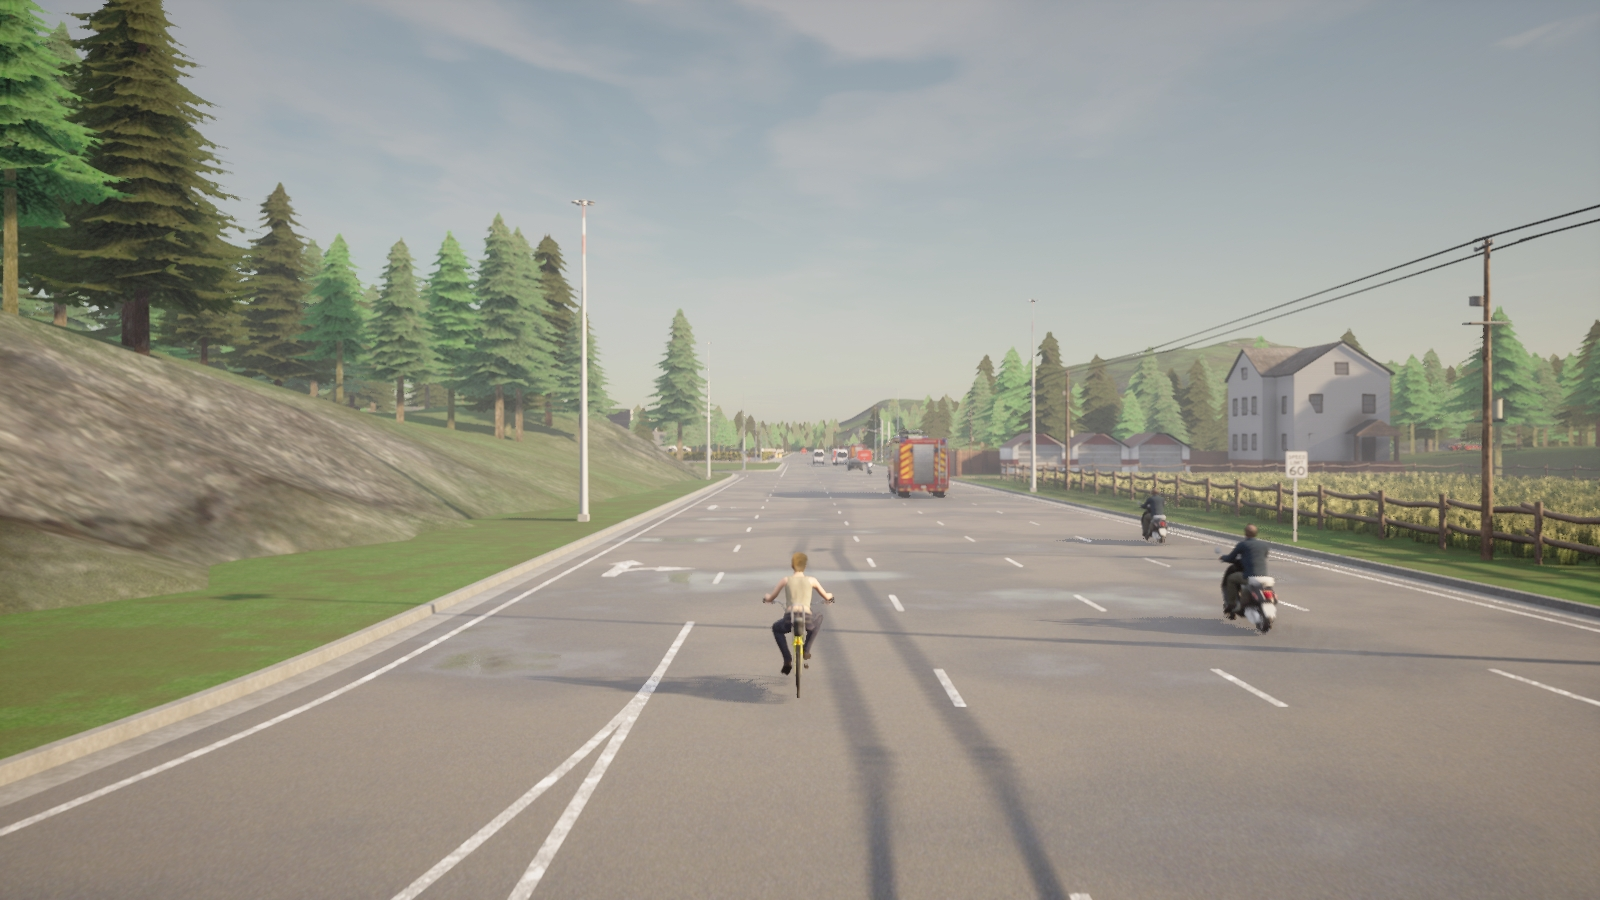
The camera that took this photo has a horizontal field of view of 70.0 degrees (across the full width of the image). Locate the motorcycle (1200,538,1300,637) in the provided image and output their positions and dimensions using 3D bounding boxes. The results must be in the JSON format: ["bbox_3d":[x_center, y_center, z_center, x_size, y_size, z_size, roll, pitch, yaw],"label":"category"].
[{"bbox_3d":[6.996,2.111,17.861,0.856,1.316,1.805,0,0,0],"label":"motorcycle"}]

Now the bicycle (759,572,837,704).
[{"bbox_3d":[-0.017,2.134,13.224,0.859,1.276,1.487,0,0,0],"label":"bicycle"}]

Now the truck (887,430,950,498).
[{"bbox_3d":[6.987,0.780,68.584,2.891,3.827,8.468,0,0,0],"label":"truck"}]

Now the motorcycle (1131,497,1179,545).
[{"bbox_3d":[10.492,2.086,33.867,0.856,1.316,1.805,0,0,0],"label":"motorcycle"}]
